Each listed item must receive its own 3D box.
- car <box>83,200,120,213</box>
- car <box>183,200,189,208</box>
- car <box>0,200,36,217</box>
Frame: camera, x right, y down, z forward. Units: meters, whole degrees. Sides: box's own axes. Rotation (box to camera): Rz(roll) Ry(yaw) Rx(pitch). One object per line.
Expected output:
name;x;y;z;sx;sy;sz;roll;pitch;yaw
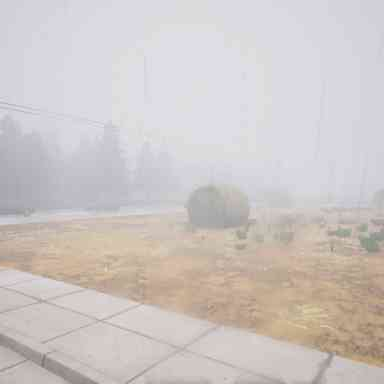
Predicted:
car;-10.309;1.589;38.144;1.994;1.385;4.181;0;0;37
car;0.621;1.590;46.676;1.994;1.385;4.181;0;0;37
car;-16.551;1.518;29.728;2.128;1.511;4.902;0;0;37
